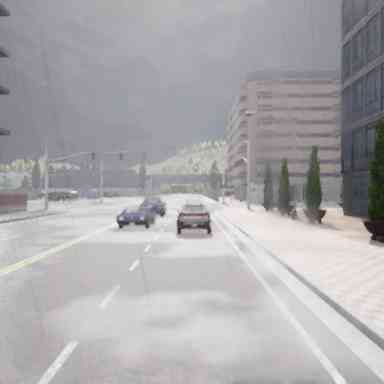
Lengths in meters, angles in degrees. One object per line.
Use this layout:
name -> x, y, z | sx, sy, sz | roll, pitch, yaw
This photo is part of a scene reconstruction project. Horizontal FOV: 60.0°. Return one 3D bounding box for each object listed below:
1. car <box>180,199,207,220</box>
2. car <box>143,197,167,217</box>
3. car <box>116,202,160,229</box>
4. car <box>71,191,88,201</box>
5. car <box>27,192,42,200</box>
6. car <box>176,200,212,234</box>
car -> 0.120, 1.416, 28.256 | 2.128, 1.511, 4.902 | 0, 0, 0
car -> -3.479, 1.270, 30.279 | 2.097, 1.767, 4.553 | 0, 0, 0
car -> -3.431, 1.543, 21.295 | 1.895, 1.301, 4.718 | 0, 0, 0
car -> -30.149, 1.154, 89.325 | 1.970, 1.475, 3.806 | 0, 0, 0
car -> -35.981, 1.194, 74.248 | 1.970, 1.475, 3.806 | 0, 0, 0
car -> 0.113, 1.441, 18.846 | 2.128, 1.511, 4.902 | 0, 0, 0
